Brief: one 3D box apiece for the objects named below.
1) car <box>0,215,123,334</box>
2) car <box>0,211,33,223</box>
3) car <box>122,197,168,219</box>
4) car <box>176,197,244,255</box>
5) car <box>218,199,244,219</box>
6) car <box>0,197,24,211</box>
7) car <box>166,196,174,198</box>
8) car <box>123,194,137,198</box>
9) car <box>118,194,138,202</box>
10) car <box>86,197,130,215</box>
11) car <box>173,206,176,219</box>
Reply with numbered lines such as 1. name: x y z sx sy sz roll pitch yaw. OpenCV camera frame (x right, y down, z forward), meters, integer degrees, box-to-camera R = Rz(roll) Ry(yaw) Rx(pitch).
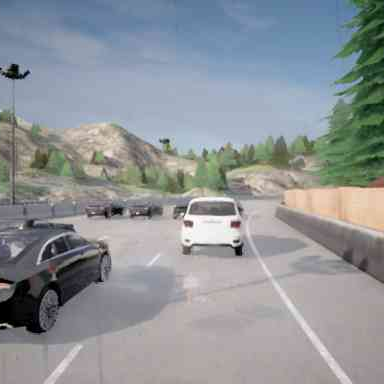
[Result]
1. car: -3.107 1.484 6.747 2.128 1.511 4.902 0 0 3
2. car: -6.215 1.584 12.506 1.895 1.301 4.718 0 0 5
3. car: -3.831 1.477 28.675 2.128 1.511 4.902 0 0 11
4. car: 0.907 1.221 13.540 2.150 2.045 5.566 0 0 6
5. car: 3.586 1.480 29.931 1.882 1.535 5.008 0 0 12
6. car: -17.835 1.306 30.903 2.097 1.767 4.553 0 0 12
7. car: -5.029 1.570 69.654 1.895 1.301 4.718 0 0 25
8. car: -12.282 1.483 70.630 1.812 1.442 4.674 0 0 24
9. car: -14.259 1.307 74.689 2.097 1.767 4.553 0 0 25
10. car: -7.368 1.469 28.815 2.128 1.511 4.902 0 0 11
11. car: -0.276 1.499 28.603 1.837 1.490 4.892 0 0 11
